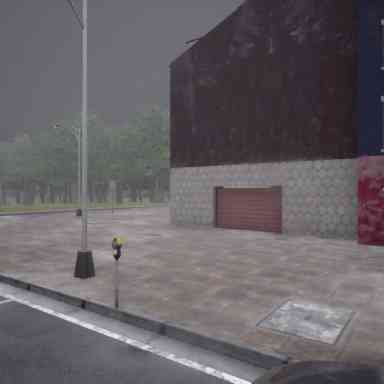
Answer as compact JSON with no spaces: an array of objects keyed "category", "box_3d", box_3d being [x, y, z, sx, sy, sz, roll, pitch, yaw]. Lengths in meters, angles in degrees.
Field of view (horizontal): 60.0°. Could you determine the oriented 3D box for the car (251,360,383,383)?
[{"category":"car","box_3d":[2.105,1.551,1.305,4.403,1.369,2.008,0,0,36]}]
